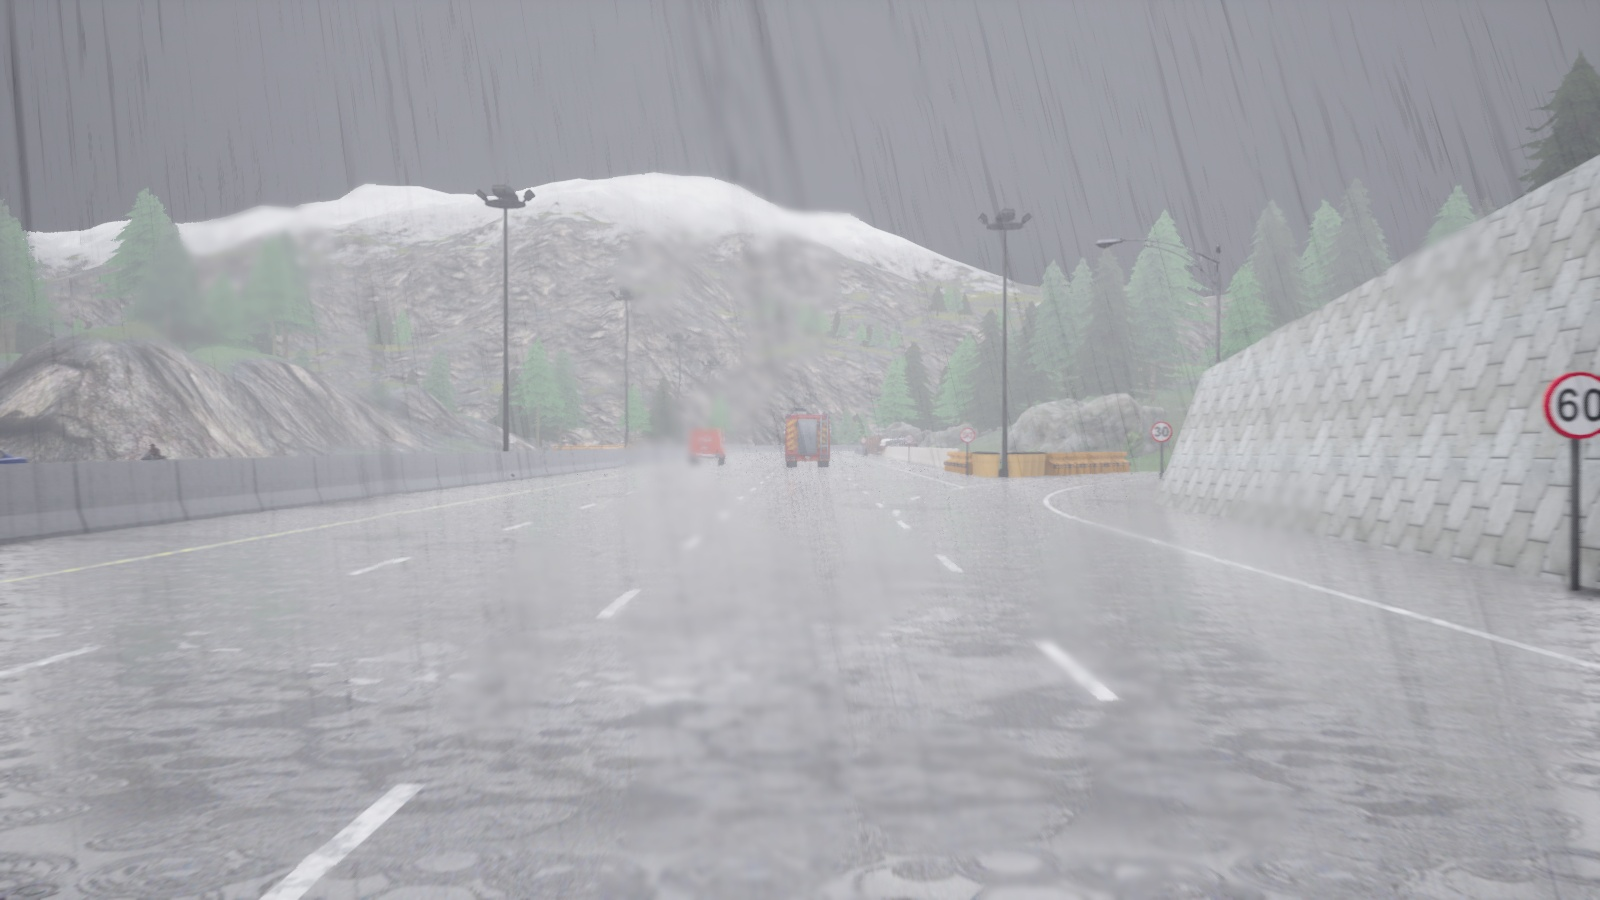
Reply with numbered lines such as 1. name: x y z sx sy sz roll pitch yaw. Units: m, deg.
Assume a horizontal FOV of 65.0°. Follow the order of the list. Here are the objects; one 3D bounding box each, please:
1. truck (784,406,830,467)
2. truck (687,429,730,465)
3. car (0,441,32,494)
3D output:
1. truck: 0.490 -0.843 83.052 2.891 3.827 8.468 0 0 0
2. truck: -6.475 -0.205 89.215 2.627 2.467 5.204 0 0 0
3. car: -24.282 0.522 35.644 1.882 1.535 5.008 0 0 0
